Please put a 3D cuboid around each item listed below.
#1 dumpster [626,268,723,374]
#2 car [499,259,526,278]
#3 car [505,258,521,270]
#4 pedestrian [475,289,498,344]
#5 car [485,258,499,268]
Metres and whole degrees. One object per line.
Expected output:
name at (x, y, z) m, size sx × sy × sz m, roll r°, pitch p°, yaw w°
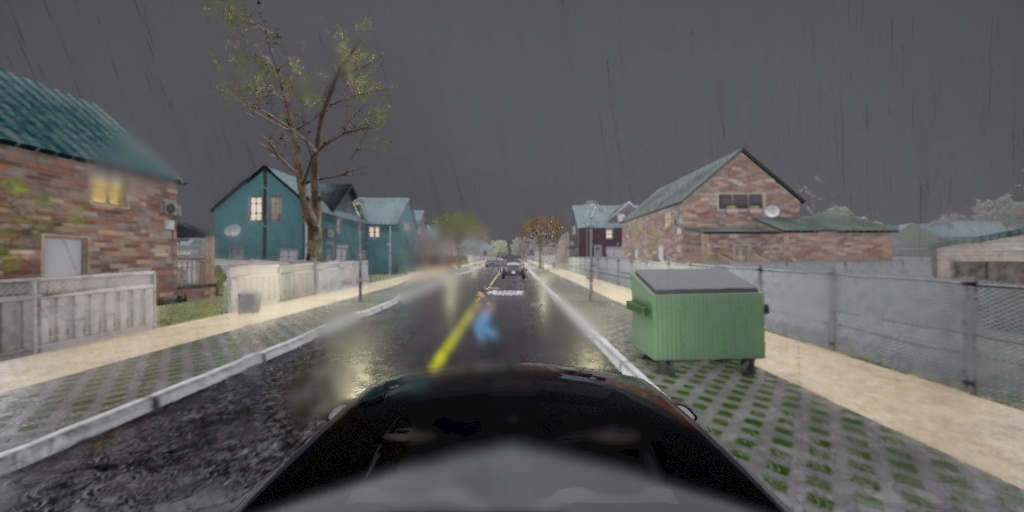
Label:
dumpster at (3.014, 1.102, 7.031) m, size 1.020 × 1.700 × 1.940 m, roll 0°, pitch 0°, yaw 0°
car at (0.117, 1.066, 30.023) m, size 1.812 × 1.442 × 4.674 m, roll 0°, pitch 0°, yaw 0°
car at (0.139, 1.014, 46.031) m, size 1.994 × 1.385 × 4.181 m, roll 0°, pitch 0°, yaw 0°
pedestrian at (-0.554, 1.274, 7.939) m, size 0.375 × 1.300 × 0.375 m, roll 1°, pitch -1°, yaw -2°
car at (-2.779, 0.988, 51.282) m, size 1.994 × 1.385 × 4.181 m, roll 0°, pitch 0°, yaw 0°
